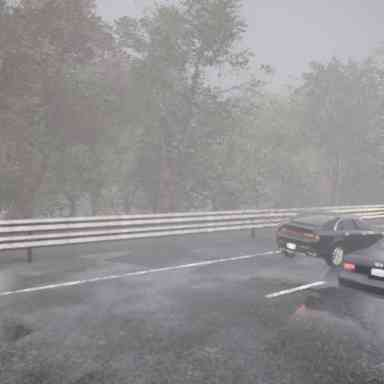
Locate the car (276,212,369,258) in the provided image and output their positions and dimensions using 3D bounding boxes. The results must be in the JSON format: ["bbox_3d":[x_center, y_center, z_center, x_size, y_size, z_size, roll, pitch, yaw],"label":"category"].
[{"bbox_3d":[4.973,1.489,11.401,4.892,1.490,1.837,3,2,-36],"label":"car"}]

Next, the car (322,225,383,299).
[{"bbox_3d":[5.555,1.563,7.668,5.357,1.411,2.033,0,0,-35],"label":"car"}]
